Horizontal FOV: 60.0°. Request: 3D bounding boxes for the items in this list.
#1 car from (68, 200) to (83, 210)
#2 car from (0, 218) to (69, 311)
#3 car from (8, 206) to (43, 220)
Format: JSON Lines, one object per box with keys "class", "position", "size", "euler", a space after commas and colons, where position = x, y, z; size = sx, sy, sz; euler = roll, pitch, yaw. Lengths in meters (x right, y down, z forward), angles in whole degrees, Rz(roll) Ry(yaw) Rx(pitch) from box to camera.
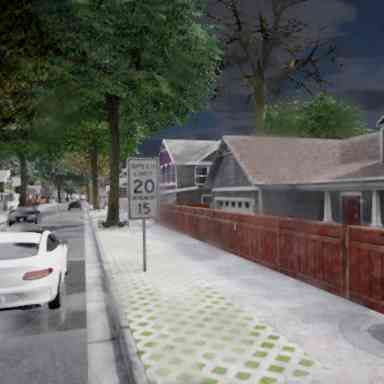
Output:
{"class": "car", "position": [-17.620, 1.931, 50.074], "size": [1.837, 1.490, 4.892], "euler": [-1, 0, -18]}
{"class": "car", "position": [-3.841, 1.572, 7.480], "size": [1.812, 1.442, 4.674], "euler": [-1, 0, -18]}
{"class": "car", "position": [-12.706, 1.792, 25.514], "size": [1.994, 1.385, 4.181], "euler": [-1, 0, -18]}
